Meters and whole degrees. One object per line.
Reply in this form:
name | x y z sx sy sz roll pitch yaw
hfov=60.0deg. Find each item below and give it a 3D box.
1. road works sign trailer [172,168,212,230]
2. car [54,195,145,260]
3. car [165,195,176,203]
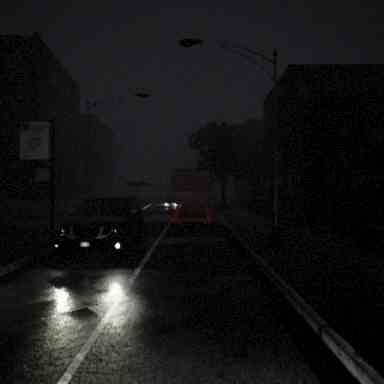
road works sign trailer | -0.006 0.345 20.308 2.380 3.560 2.880 0 0 0
car | -3.116 1.148 12.421 2.150 2.045 5.566 0 0 0
car | -3.313 1.077 53.618 1.895 1.301 4.718 0 1 0
